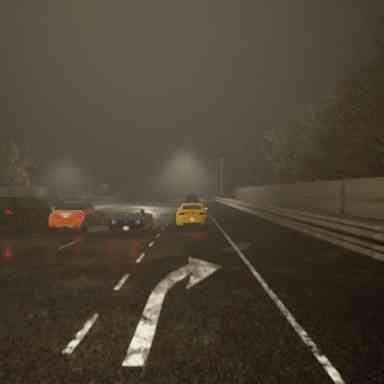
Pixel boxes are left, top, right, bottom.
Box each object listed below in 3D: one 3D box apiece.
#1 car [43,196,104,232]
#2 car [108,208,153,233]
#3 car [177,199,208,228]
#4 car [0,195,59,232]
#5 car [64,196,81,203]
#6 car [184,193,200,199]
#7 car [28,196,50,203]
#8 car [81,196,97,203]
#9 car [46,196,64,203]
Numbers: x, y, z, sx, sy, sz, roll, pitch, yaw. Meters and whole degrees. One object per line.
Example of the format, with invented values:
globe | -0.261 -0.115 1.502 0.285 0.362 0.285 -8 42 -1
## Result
car | -6.897 1.341 20.301 2.097 1.767 4.553 0 0 0
car | -3.395 1.590 19.351 1.895 1.301 4.718 0 0 0
car | 0.004 1.468 22.108 1.882 1.535 5.008 0 0 0
car | -10.395 1.211 20.100 2.150 2.045 5.566 0 0 0
car | -24.489 1.519 68.565 1.812 1.442 4.674 0 0 0
car | 0.009 1.242 50.809 2.150 2.045 5.566 0 0 0
car | -31.489 1.520 68.566 2.128 1.511 4.902 0 0 0
car | -20.989 1.582 68.150 1.994 1.385 4.181 0 0 0
car | -27.989 1.582 68.151 1.994 1.385 4.181 0 0 0
